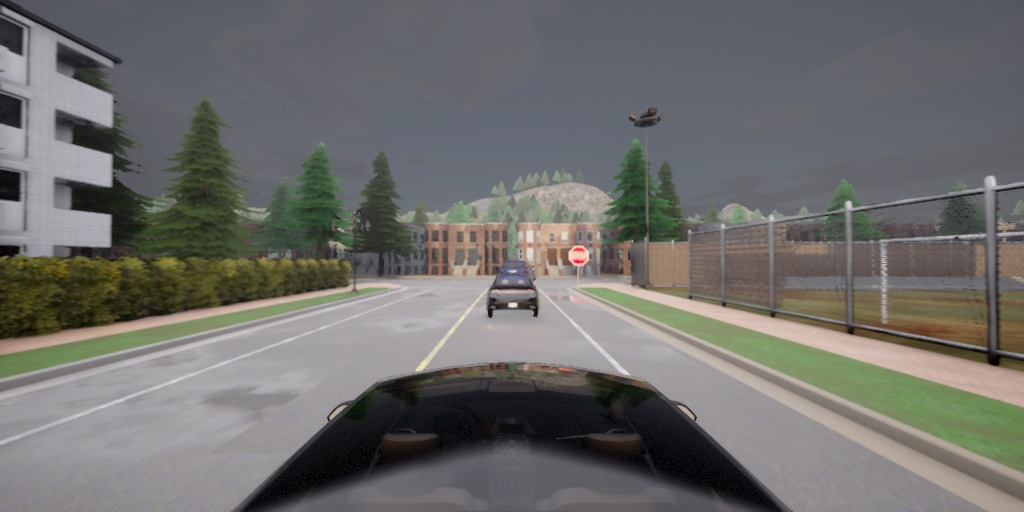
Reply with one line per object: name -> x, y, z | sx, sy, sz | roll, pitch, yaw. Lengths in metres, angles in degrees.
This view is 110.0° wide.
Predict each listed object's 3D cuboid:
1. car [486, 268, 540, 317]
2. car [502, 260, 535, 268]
car -> 0.046, 1.411, 14.035 | 2.128, 1.511, 4.902 | 0, -1, 0
car -> 0.505, 1.330, 27.923 | 2.150, 2.045, 5.566 | -1, 0, 10
